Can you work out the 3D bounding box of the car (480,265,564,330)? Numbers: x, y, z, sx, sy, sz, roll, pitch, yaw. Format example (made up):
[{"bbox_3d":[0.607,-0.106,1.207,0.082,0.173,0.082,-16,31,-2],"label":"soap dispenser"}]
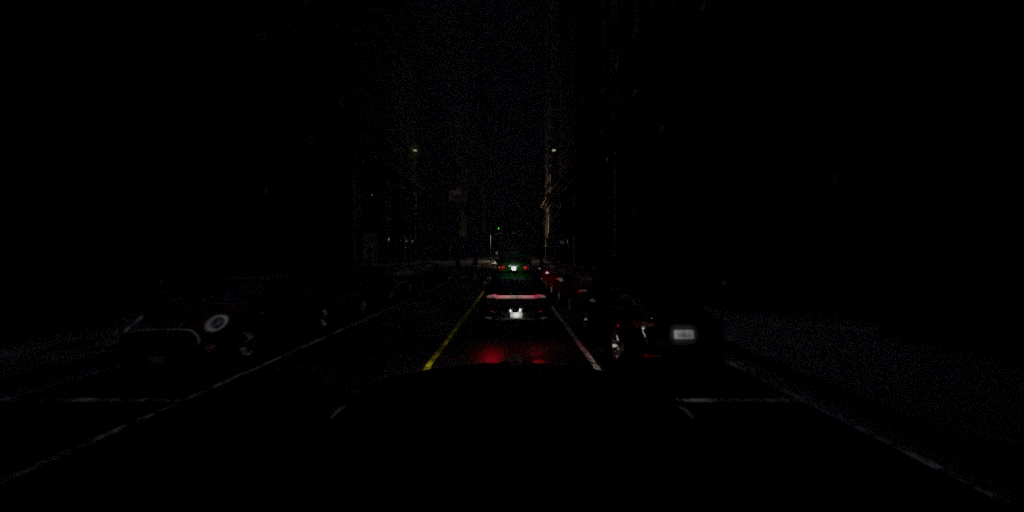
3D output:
[{"bbox_3d":[0.102,1.182,10.902,2.128,1.511,4.902,0,0,0],"label":"car"}]

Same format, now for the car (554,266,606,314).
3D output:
[{"bbox_3d":[2.763,1.223,13.321,1.888,1.381,4.507,0,0,0],"label":"car"}]

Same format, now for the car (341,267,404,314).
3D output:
[{"bbox_3d":[-5.762,1.244,13.322,1.948,1.339,4.313,0,0,0],"label":"car"}]

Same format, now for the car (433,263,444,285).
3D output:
[{"bbox_3d":[-5.761,1.156,24.333,1.888,1.381,4.507,0,0,0],"label":"car"}]

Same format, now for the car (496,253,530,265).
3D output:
[{"bbox_3d":[0.078,0.830,24.688,2.150,2.045,5.566,0,0,-1],"label":"car"}]

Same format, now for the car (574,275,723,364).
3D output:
[{"bbox_3d":[2.763,1.278,7.816,1.948,1.339,4.313,0,0,0],"label":"car"}]

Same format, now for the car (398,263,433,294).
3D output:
[{"bbox_3d":[-5.762,1.195,18.827,2.007,1.370,4.403,0,0,0],"label":"car"}]

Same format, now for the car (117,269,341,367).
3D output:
[{"bbox_3d":[-5.763,1.152,7.817,1.967,1.591,4.097,0,0,0],"label":"car"}]

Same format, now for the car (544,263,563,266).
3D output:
[{"bbox_3d":[2.764,1.190,18.826,1.888,1.381,4.507,0,0,0],"label":"car"}]
